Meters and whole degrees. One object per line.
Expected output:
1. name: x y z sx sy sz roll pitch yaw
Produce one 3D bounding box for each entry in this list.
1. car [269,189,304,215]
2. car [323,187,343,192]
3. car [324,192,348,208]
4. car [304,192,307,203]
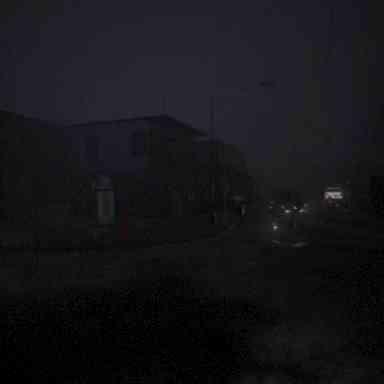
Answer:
1. car: 7.896 0.753 27.893 2.150 2.045 5.566 -1 1 21
2. car: 18.313 0.393 43.296 2.150 2.045 5.566 -1 1 21
3. car: 14.730 0.945 33.948 1.895 1.301 4.718 -1 1 21
4. car: 11.468 0.866 37.149 1.837 1.490 4.892 -1 1 21
